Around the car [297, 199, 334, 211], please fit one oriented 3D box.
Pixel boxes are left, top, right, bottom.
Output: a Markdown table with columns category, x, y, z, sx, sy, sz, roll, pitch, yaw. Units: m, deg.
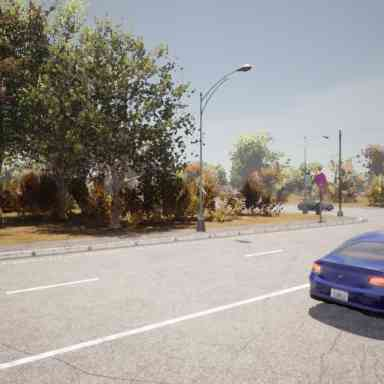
| category | x | y | z | sx | sy | sz | roll | pitch | yaw |
| --- | --- | --- | --- | --- | --- | --- | --- | --- | --- |
| car | 14.628 | 1.563 | 39.470 | 1.994 | 1.385 | 4.181 | 0 | 0 | -32 |

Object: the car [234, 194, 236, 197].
| category | x | y | z | sx | sy | sz | roll | pitch | yaw |
| --- | --- | --- | --- | --- | --- | --- | --- | --- | --- |
| car | 7.887 | 1.204 | 50.108 | 2.150 | 2.045 | 5.566 | 0 | 1 | -34 |

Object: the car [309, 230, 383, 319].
| category | x | y | z | sx | sy | sz | roll | pitch | yaw |
| --- | --- | --- | --- | --- | --- | --- | --- | --- | --- |
| car | 4.299 | 1.526 | 6.821 | 4.674 | 1.442 | 1.812 | 0 | 0 | -36 |
